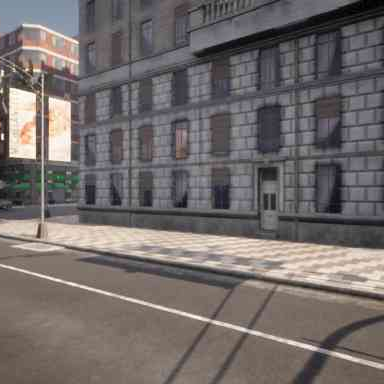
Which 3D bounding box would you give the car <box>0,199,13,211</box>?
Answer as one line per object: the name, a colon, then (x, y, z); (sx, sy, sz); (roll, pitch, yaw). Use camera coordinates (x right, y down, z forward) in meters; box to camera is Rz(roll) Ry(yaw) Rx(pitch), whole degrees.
car: (-23.025, 1.491, 37.729); (2.128, 1.511, 4.902); (0, 0, 36)
